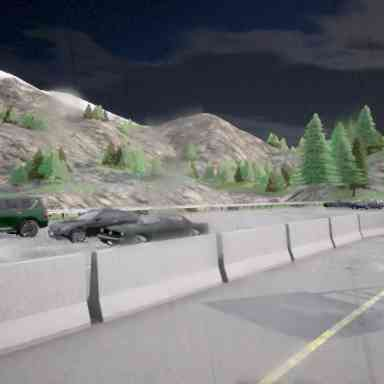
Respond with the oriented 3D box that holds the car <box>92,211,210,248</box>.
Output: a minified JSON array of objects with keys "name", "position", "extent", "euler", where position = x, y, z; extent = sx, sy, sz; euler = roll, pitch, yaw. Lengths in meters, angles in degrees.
[{"name":"car","position":[-1.490,1.600,14.035],"extent":[4.718,1.301,1.895],"euler":[0,0,-44]}]

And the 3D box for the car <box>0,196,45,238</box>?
[{"name":"car","position":[-9.689,1.223,15.679],"extent":[2.150,2.045,5.566],"euler":[0,0,44]}]

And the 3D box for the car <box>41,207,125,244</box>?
[{"name":"car","position":[-4.419,1.526,16.023],"extent":[4.674,1.442,1.812],"euler":[0,0,-45]}]

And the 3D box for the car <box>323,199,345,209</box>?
[{"name":"car","position":[19.592,1.592,44.262],"extent":[4.718,1.301,1.895],"euler":[0,0,-33]}]

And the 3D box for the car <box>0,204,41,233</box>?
[{"name":"car","position":[-11.490,1.493,18.810],"extent":[2.128,1.511,4.902],"euler":[0,0,45]}]

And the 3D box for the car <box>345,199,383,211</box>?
[{"name":"car","position":[21.946,1.538,41.636],"extent":[5.357,1.411,2.033],"euler":[0,0,-33]}]
